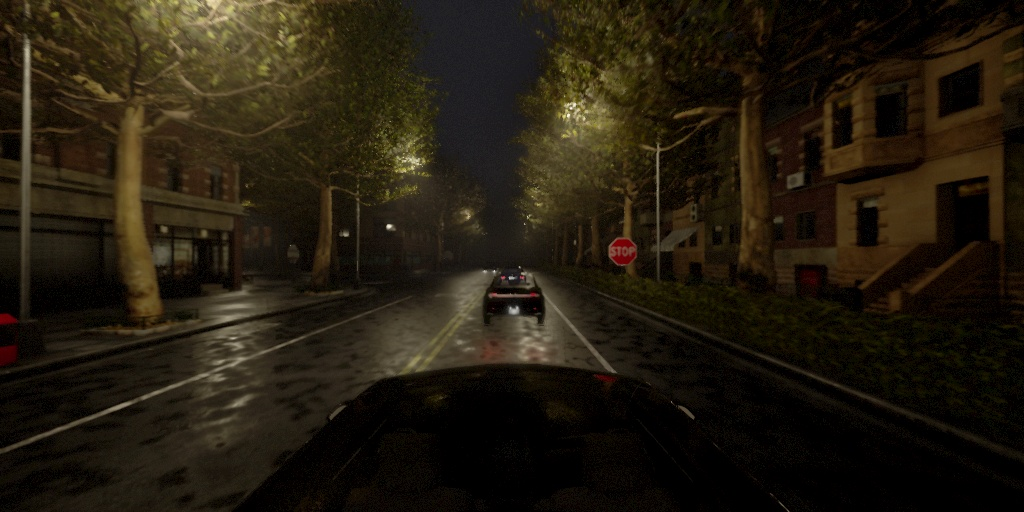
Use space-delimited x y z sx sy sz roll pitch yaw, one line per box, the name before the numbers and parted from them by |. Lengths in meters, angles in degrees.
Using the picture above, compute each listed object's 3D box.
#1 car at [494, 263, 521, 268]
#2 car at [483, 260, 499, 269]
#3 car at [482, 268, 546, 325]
car | 0.064 1.454 25.713 2.033 1.411 5.357 0 0 0
car | -3.547 1.625 58.534 1.837 1.490 4.892 0 -1 0
car | 0.069 1.309 12.129 2.128 1.511 4.902 0 0 0
